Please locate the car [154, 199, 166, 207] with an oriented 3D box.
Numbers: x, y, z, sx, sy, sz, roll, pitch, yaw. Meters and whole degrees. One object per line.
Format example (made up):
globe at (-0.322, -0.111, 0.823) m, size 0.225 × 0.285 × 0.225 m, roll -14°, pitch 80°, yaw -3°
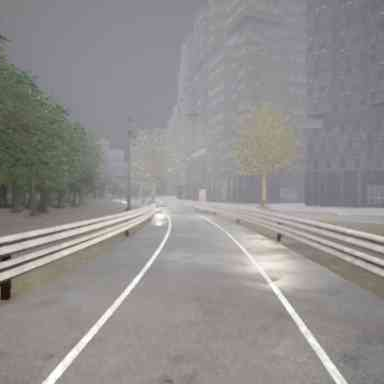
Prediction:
car at (-6.030, 2.024, 61.262) m, size 1.812 × 1.442 × 4.674 m, roll 1°, pitch -1°, yaw -17°
